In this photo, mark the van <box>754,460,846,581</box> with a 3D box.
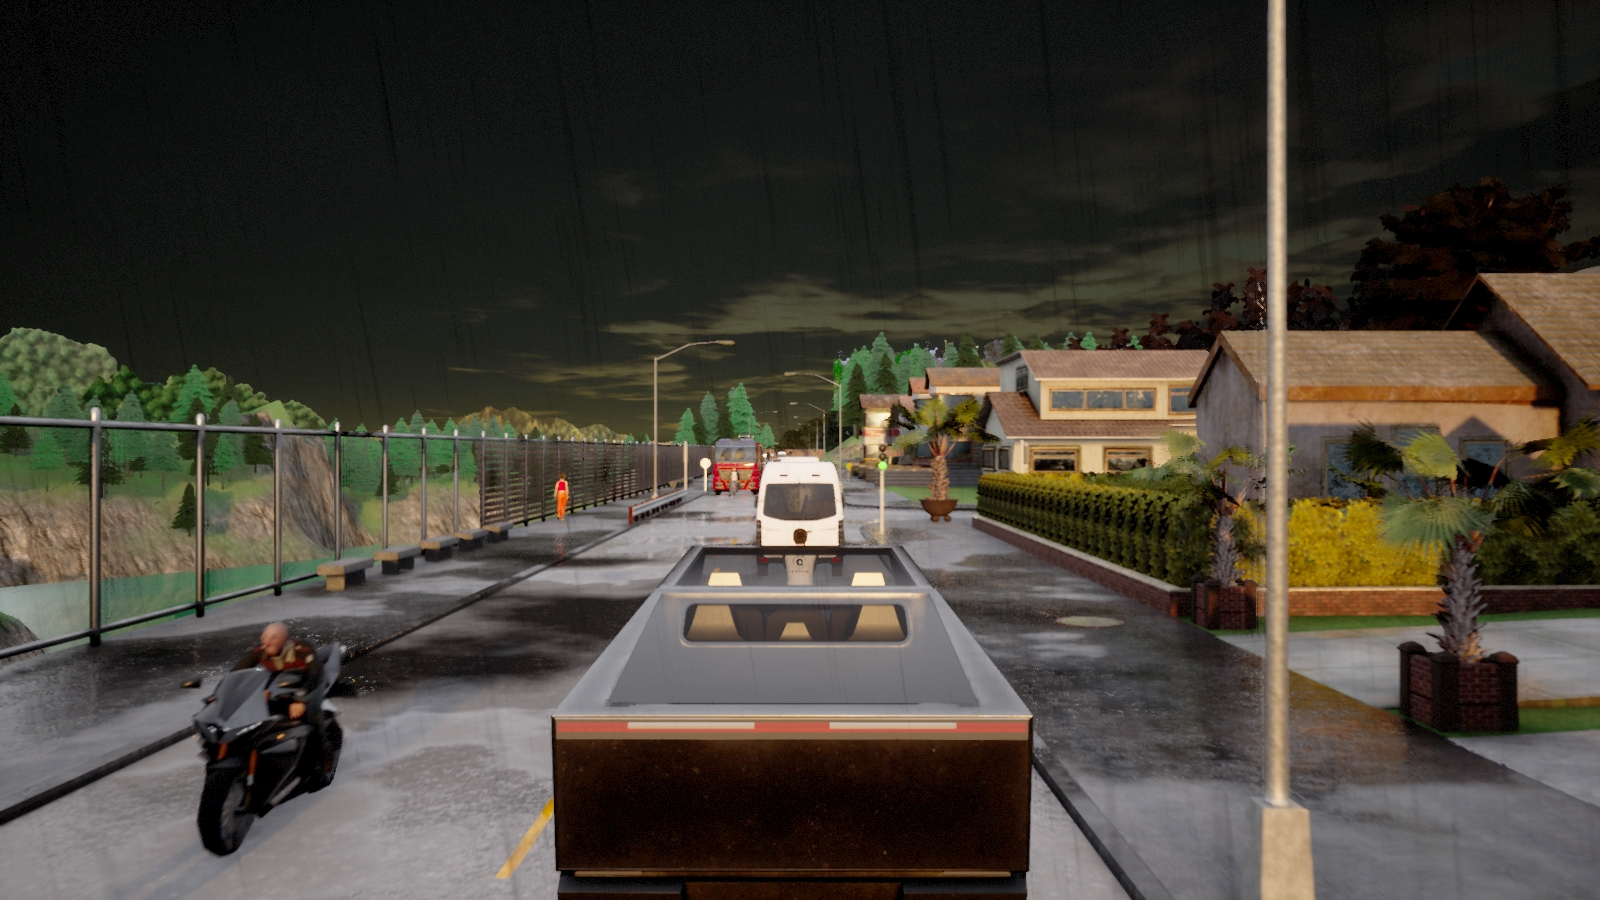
[{"bbox_3d":[-0.001,1.555,27.637,1.988,2.561,5.915,0,0,0],"label":"van"}]

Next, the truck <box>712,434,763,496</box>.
[{"bbox_3d":[-4.010,0.944,74.739,2.891,3.827,8.468,0,0,0],"label":"truck"}]

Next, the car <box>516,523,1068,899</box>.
[{"bbox_3d":[-0.025,1.760,8.080,2.390,2.098,6.274,0,0,0],"label":"car"}]

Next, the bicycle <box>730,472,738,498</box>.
[{"bbox_3d":[-4.008,2.105,69.451,0.373,1.496,1.643,0,0,0],"label":"bicycle"}]

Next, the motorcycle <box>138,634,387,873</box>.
[{"bbox_3d":[-4.002,2.212,8.760,0.867,1.251,2.209,0,0,0],"label":"motorcycle"}]

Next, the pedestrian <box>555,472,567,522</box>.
[{"bbox_3d":[-9.057,1.776,43.349,0.375,1.860,0.375,0,0,-2],"label":"pedestrian"}]
